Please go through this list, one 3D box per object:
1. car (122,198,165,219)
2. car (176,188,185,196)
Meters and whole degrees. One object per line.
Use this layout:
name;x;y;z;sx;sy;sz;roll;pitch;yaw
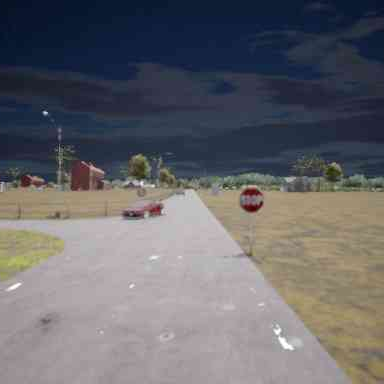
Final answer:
car;-3.792;1.327;27.068;1.882;1.535;5.008;-1;2;17
car;-2.951;0.026;87.244;2.150;2.045;5.566;0;1;0
